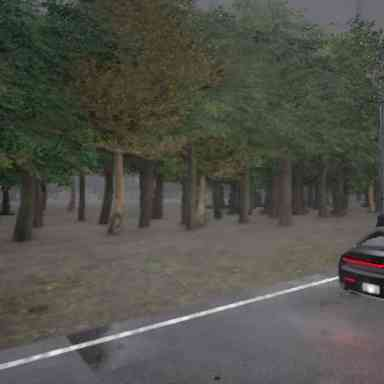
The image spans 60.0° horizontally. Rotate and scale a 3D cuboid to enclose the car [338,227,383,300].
[{"bbox_3d":[5.237,1.513,7.479,4.892,1.490,1.837,0,0,-35],"label":"car"}]
